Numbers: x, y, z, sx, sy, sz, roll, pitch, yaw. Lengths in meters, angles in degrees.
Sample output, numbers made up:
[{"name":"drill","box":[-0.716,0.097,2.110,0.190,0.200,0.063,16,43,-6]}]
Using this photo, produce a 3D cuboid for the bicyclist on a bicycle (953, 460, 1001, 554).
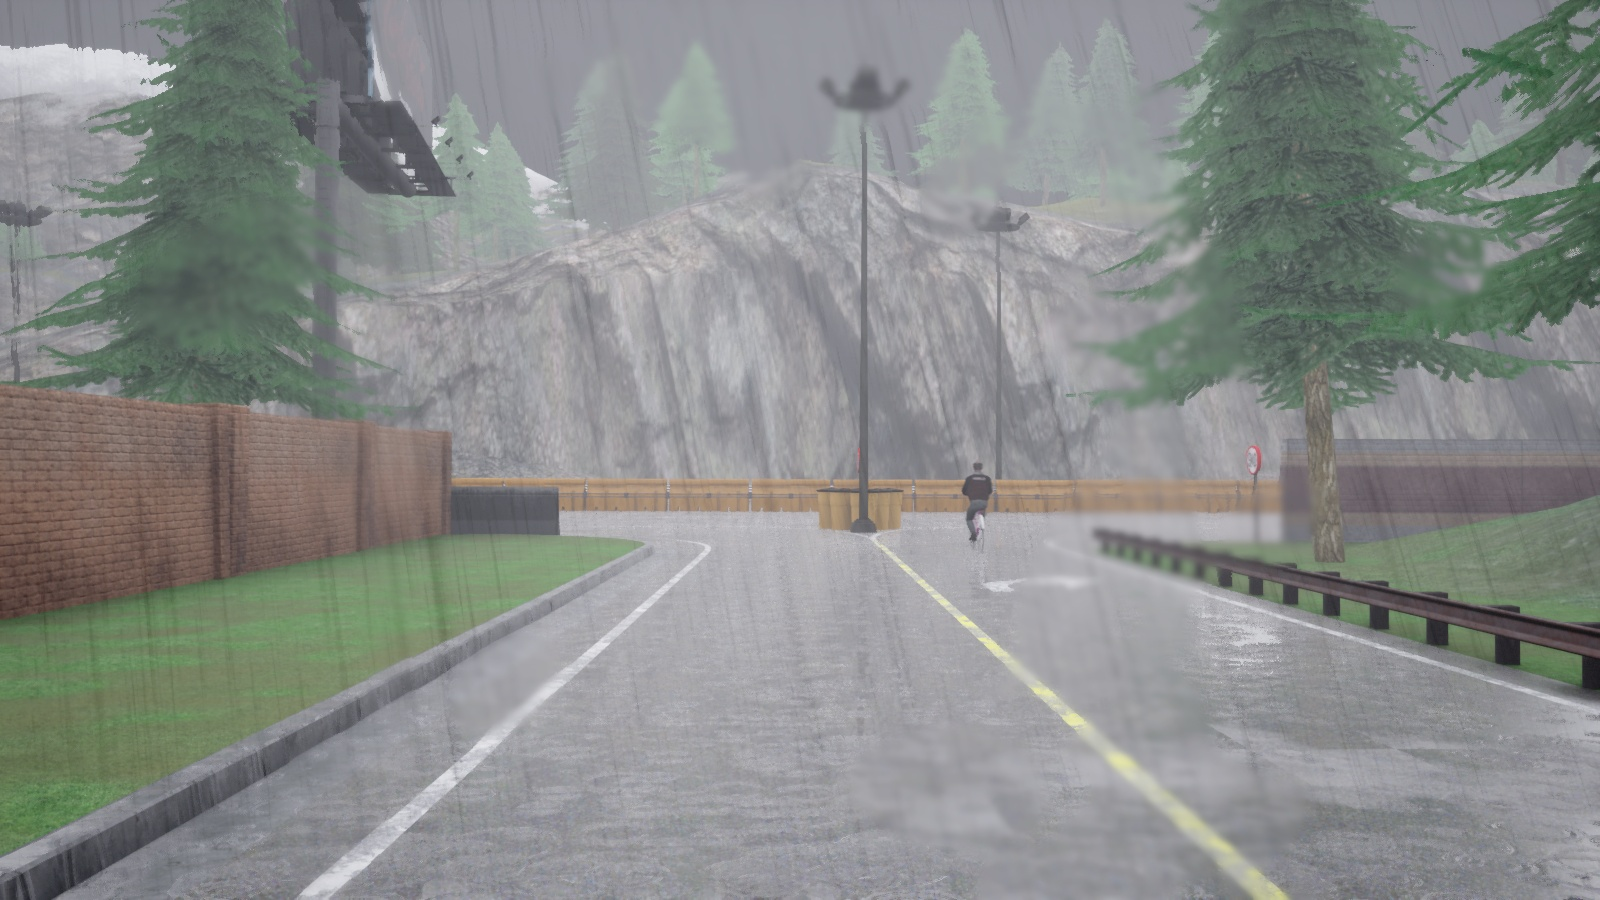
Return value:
[{"name":"bicyclist on a bicycle","box":[3.466,1.086,24.730,0.659,1.776,1.843,0,-1,0]}]
